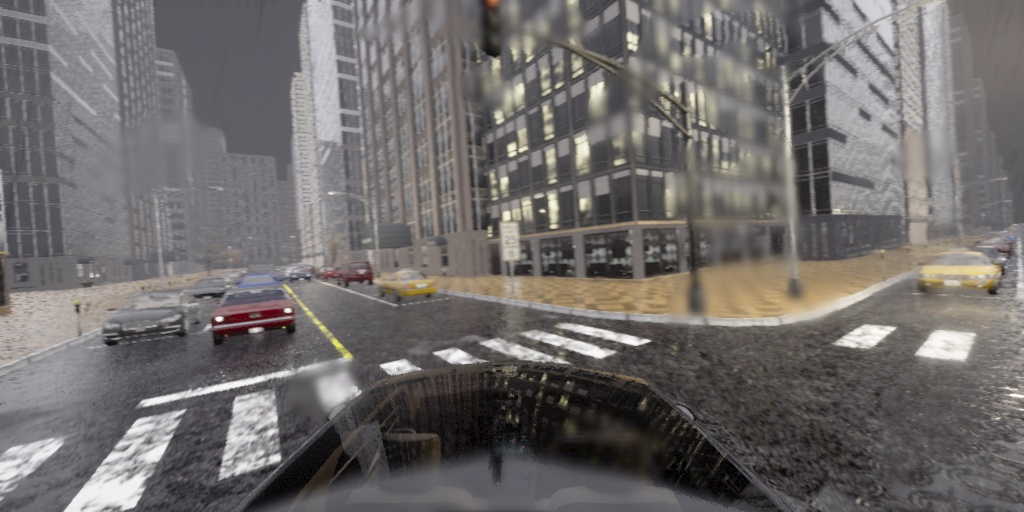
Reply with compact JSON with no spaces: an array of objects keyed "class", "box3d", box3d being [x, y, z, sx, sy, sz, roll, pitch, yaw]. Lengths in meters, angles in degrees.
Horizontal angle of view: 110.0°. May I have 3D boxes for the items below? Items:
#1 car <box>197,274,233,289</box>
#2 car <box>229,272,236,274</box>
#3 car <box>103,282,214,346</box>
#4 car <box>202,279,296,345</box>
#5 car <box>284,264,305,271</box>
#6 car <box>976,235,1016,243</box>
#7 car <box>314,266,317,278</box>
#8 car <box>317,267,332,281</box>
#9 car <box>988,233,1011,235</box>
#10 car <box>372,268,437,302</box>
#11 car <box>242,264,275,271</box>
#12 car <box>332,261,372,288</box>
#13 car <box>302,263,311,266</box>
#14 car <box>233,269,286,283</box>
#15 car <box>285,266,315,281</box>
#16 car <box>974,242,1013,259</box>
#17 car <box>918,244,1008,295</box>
[{"class":"car","box3d":[-18.746,2.063,22.425,1.948,1.339,4.313,0,0,-34]},{"class":"car","box3d":[-21.939,2.159,27.077,2.007,1.370,4.403,0,0,-34]},{"class":"car","box3d":[-11.140,1.780,11.391,2.007,1.370,4.403,0,0,-34]},{"class":"car","box3d":[-7.817,1.632,10.997,1.895,1.301,4.718,-4,1,-34]},{"class":"car","box3d":[-28.273,2.173,46.280,1.812,1.442,4.674,-4,1,-34]},{"class":"car","box3d":[34.188,-0.533,25.616,4.507,1.381,1.888,0,0,-35]},{"class":"car","box3d":[-21.453,1.908,41.153,1.802,1.307,4.207,0,0,-34]},{"class":"car","box3d":[-18.261,1.760,36.503,1.888,1.381,4.507,0,0,-34]},{"class":"car","box3d":[43.408,-1.025,32.147,4.507,1.381,1.888,0,0,-35]},{"class":"car","box3d":[-5.150,1.279,17.330,1.751,1.417,4.829,0,0,-34]},{"class":"car","box3d":[-19.810,1.674,28.452,2.150,2.045,5.566,-4,1,-34]},{"class":"car","box3d":[-11.879,1.307,27.202,2.192,1.841,5.009,0,0,-34]},{"class":"car","box3d":[-31.028,2.202,55.105,1.888,1.381,4.507,0,0,-34]},{"class":"car","box3d":[-13.734,1.718,19.610,1.882,1.535,5.008,-4,1,-35]},{"class":"car","box3d":[-22.078,2.033,37.302,1.895,1.301,4.718,-4,1,-34]},{"class":"car","box3d":[20.358,0.227,15.821,4.313,1.339,1.948,0,0,-35]},{"class":"car","box3d":[15.610,0.433,12.457,4.829,1.417,1.751,0,0,-35]}]
